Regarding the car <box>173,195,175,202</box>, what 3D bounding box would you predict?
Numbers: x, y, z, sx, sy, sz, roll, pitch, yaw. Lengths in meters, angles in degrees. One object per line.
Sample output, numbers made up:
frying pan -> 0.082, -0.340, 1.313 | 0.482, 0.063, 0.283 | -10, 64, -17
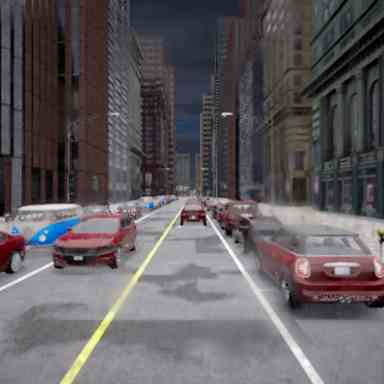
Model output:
car -> -5.766, 2.013, 81.311 | 1.947, 1.339, 4.313 | 0, 0, 0

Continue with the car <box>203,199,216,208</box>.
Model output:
car -> 2.759, 1.852, 53.135 | 1.947, 1.339, 4.313 | 0, 0, 0

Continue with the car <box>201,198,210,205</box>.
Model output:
car -> 2.759, 1.965, 70.044 | 1.802, 1.307, 4.206 | 0, 0, 0

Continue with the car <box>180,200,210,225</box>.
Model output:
car -> 0.101, 1.614, 25.531 | 1.882, 1.535, 5.008 | 0, 0, 0

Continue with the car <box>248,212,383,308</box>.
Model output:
car -> 2.760, 1.484, 8.046 | 1.967, 1.590, 4.097 | 0, 0, 0

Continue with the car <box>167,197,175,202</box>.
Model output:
car -> -5.766, 2.097, 92.585 | 1.802, 1.307, 4.206 | 0, 0, 0

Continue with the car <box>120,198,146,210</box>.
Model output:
car -> -5.766, 1.603, 30.584 | 1.967, 1.590, 4.097 | 0, 0, 0

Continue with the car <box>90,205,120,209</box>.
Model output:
car -> -5.766, 1.543, 19.310 | 1.967, 1.590, 4.097 | 0, 0, 0

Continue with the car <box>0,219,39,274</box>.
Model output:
car -> -5.765, 1.588, 8.036 | 1.887, 1.381, 4.507 | 0, 0, 0

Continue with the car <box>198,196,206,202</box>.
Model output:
car -> 2.758, 1.956, 92.590 | 1.967, 1.590, 4.097 | 0, 0, 0

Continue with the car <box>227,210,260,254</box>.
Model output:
car -> 2.760, 1.639, 13.682 | 1.947, 1.339, 4.313 | 0, 0, 0

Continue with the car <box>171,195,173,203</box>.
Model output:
car -> -5.767, 1.697, 70.040 | 2.192, 1.841, 5.009 | 0, 0, 0

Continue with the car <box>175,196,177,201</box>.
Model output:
car -> -5.766, 2.032, 86.948 | 2.008, 1.369, 4.403 | 0, 0, 0

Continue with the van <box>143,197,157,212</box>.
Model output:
van -> -5.766, 1.564, 41.857 | 1.690, 1.788, 3.998 | 0, 0, 0

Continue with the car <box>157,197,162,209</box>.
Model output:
car -> -5.766, 1.778, 47.323 | 1.752, 1.417, 4.829 | 0, 0, 0

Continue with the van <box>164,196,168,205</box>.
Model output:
van -> -5.767, 1.658, 58.766 | 1.690, 1.788, 3.998 | 0, 0, 0

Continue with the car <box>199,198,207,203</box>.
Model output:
car -> 2.759, 2.030, 81.317 | 1.802, 1.307, 4.206 | 0, 0, 0

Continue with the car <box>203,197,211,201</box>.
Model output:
car -> 2.759, 1.663, 41.864 | 1.967, 1.590, 4.097 | 0, 0, 0

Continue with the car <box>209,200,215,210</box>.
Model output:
car -> 2.760, 1.729, 30.591 | 1.947, 1.339, 4.313 | 0, 0, 0

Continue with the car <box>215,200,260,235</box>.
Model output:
car -> 2.759, 1.418, 19.320 | 2.192, 1.841, 5.009 | 0, 0, 0

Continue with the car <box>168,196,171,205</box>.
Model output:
car -> -5.766, 1.790, 64.402 | 1.967, 1.590, 4.097 | 0, 0, 0

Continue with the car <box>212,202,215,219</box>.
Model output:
car -> 2.760, 1.678, 24.955 | 1.887, 1.381, 4.507 | 0, 0, 0

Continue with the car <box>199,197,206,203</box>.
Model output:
car -> 2.759, 2.064, 86.954 | 1.802, 1.307, 4.206 | 0, 0, 0

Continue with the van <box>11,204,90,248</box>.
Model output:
van -> -5.766, 1.414, 13.674 | 1.690, 1.788, 3.998 | 0, 0, 0

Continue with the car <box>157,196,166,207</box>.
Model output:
car -> -5.766, 1.836, 53.128 | 2.008, 1.369, 4.403 | 0, 0, 0

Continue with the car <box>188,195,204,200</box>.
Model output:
car -> 0.099, 1.585, 43.942 | 2.097, 1.767, 4.553 | 0, 0, 0

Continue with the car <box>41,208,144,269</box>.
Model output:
car -> -3.097, 1.539, 11.571 | 1.882, 1.535, 5.008 | 0, 0, 0
